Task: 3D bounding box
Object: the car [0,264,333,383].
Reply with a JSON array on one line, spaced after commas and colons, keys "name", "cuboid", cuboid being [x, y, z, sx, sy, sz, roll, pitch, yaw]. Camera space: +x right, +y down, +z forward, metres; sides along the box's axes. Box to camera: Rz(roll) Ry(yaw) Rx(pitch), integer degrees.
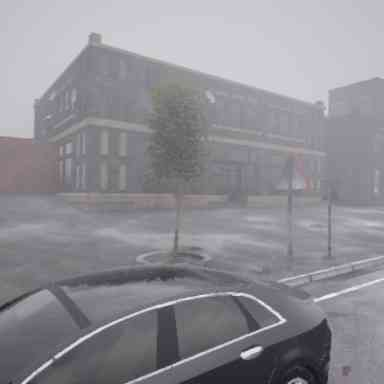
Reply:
[{"name": "car", "cuboid": [-0.773, 1.515, 2.827, 4.892, 1.490, 1.837, 0, 0, -35]}]
